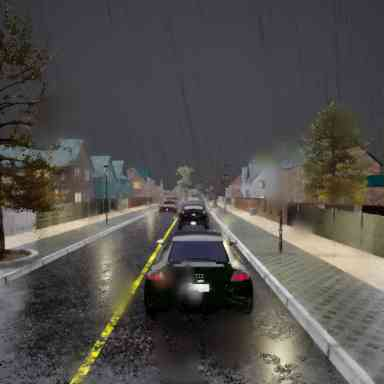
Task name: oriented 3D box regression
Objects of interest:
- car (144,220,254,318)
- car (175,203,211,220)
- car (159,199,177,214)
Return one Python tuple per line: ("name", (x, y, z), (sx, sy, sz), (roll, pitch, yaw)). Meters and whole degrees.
("car", (0.117, 1.563, 7.537), (1.994, 1.385, 4.181), (0, 0, 0))
("car", (0.108, 1.522, 21.214), (1.837, 1.490, 4.892), (0, 0, 1))
("car", (-2.561, 1.578, 37.233), (1.882, 1.535, 5.008), (0, 0, 1))
